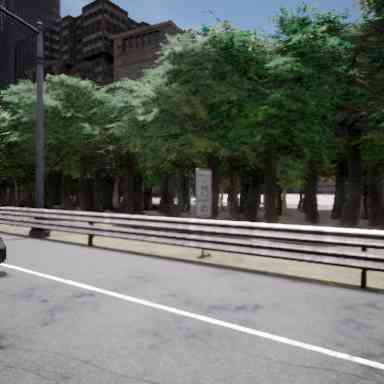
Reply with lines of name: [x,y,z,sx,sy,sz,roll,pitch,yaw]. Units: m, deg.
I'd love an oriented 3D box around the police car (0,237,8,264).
police car: [-7.445,1.450,8.799,4.974,1.542,2.038,0,3,21]
